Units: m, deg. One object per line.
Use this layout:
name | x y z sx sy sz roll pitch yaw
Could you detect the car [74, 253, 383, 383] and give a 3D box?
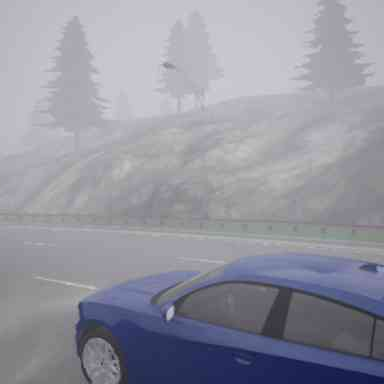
car | 0.867 1.393 3.380 5.008 1.535 1.882 0 1 35
